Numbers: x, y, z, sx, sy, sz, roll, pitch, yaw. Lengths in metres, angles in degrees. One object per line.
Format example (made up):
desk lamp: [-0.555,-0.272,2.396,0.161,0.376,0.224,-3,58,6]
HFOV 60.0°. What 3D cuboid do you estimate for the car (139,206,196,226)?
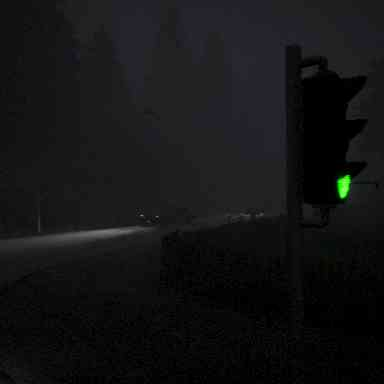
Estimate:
car: [-1.748,1.768,25.084,1.895,1.301,4.718,-1,0,36]

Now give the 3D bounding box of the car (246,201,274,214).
car: [7.946,1.731,38.617,1.994,1.385,4.181,-1,0,36]

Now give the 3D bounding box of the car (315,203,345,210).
car: [18.789,1.340,45.612,5.566,2.045,2.150,-1,0,-42]
